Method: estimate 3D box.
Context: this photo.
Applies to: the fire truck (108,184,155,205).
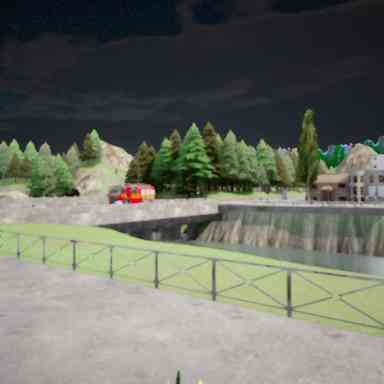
[{"bbox_3d":[-10.141,0.555,56.677,2.891,3.827,8.468,0,0,36],"label":"fire truck"}]
